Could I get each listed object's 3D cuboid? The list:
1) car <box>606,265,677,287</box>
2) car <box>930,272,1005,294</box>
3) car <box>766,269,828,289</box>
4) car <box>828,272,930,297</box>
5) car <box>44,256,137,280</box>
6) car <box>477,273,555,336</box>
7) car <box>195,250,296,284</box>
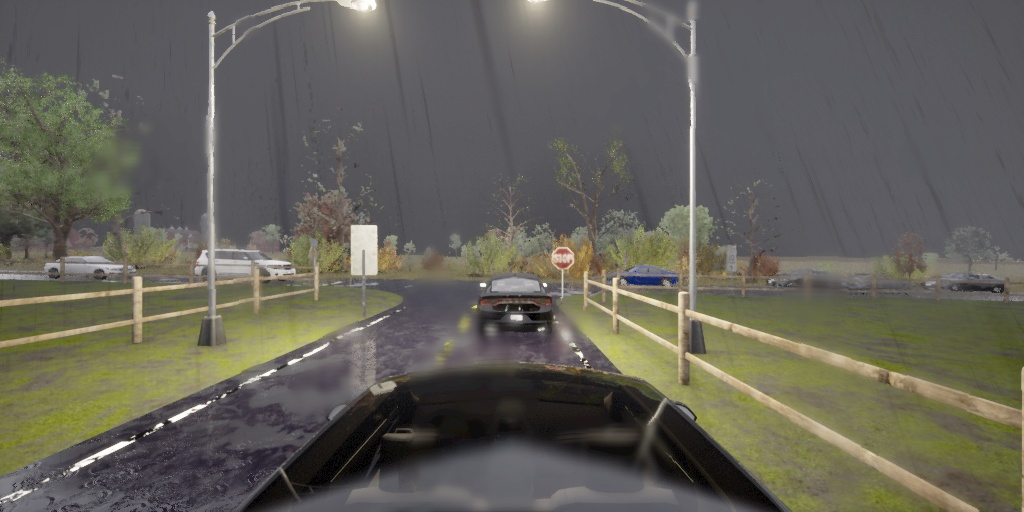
[{"bbox_3d":[9.255,1.434,25.926,5.008,1.535,1.882,1,1,-3],"label":"car"},{"bbox_3d":[32.883,1.950,26.128,4.902,1.511,2.128,1,1,0],"label":"car"},{"bbox_3d":[21.298,1.704,26.134,4.902,1.511,2.128,1,1,0],"label":"car"},{"bbox_3d":[23.577,1.861,23.187,4.181,1.385,1.994,1,1,0],"label":"car"},{"bbox_3d":[-27.213,0.730,23.184,4.674,1.442,1.812,1,1,0],"label":"car"},{"bbox_3d":[0.062,1.226,10.470,1.882,1.535,5.008,0,0,-1],"label":"car"},{"bbox_3d":[-17.166,0.644,23.184,5.566,2.045,2.150,1,1,0],"label":"car"}]
